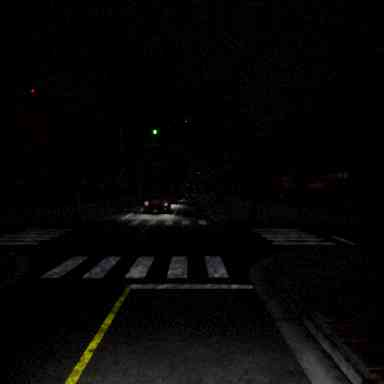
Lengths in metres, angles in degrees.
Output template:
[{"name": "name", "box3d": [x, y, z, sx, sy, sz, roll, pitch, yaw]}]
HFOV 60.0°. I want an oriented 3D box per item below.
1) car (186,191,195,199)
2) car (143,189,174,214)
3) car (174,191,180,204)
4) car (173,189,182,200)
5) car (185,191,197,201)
[{"name": "car", "box3d": [-0.240, 0.621, 68.804, 1.837, 1.490, 4.892, 0, 0, 0]}, {"name": "car", "box3d": [-2.947, 0.910, 28.972, 2.097, 1.767, 4.553, 0, 1, 0]}, {"name": "car", "box3d": [-2.993, 0.961, 45.197, 1.895, 1.301, 4.718, 0, 1, 0]}, {"name": "car", "box3d": [-2.970, 0.450, 62.943, 2.150, 2.045, 5.566, 0, 1, 0]}, {"name": "car", "box3d": [-0.205, 0.741, 58.789, 1.812, 1.442, 4.674, 0, 1, 0]}]
